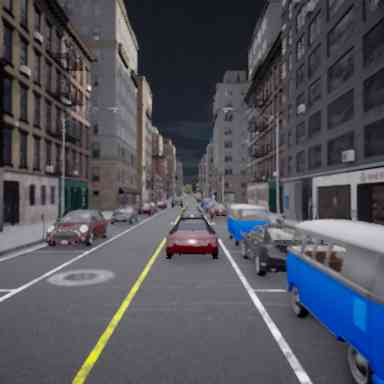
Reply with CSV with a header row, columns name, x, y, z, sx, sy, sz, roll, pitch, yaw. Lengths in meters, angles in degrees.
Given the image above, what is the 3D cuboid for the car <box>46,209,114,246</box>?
name,x,y,z,sx,sy,sz,roll,pitch,yaw
car,-5.390,1.616,16.057,1.967,1.590,4.097,0,-1,0

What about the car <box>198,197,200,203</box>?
name,x,y,z,sx,sy,sz,roll,pitch,yaw
car,2.631,1.983,60.145,2.192,1.841,5.009,0,-1,0

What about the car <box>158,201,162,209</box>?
name,x,y,z,sx,sy,sz,roll,pitch,yaw
car,-5.393,2.067,43.608,1.802,1.307,4.206,0,-1,0

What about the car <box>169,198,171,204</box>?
name,x,y,z,sx,sy,sz,roll,pitch,yaw
car,-5.394,2.234,60.141,1.947,1.339,4.313,0,-1,0

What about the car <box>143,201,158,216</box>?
name,x,y,z,sx,sy,sz,roll,pitch,yaw
car,-5.392,1.968,38.098,1.887,1.381,4.507,0,-1,0

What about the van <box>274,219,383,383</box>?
name,x,y,z,sx,sy,sz,roll,pitch,yaw
van,2.636,1.396,5.038,1.690,1.788,3.998,0,-1,0

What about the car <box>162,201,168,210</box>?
name,x,y,z,sx,sy,sz,roll,pitch,yaw
car,-5.394,2.152,54.630,1.887,1.381,4.507,0,-1,0

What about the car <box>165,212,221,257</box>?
name,x,y,z,sx,sy,sz,roll,pitch,yaw
car,0.021,1.712,13.545,1.994,1.385,4.181,0,-1,0

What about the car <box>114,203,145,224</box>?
name,x,y,z,sx,sy,sz,roll,pitch,yaw
car,-5.391,1.850,27.077,2.008,1.369,4.403,0,-1,0

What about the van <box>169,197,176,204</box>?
name,x,y,z,sx,sy,sz,roll,pitch,yaw
van,-5.417,2.359,92.105,1.690,1.788,3.998,0,-1,0

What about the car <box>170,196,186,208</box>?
name,x,y,z,sx,sy,sz,roll,pitch,yaw
car,-2.764,1.932,63.502,2.150,2.045,5.566,0,-1,0

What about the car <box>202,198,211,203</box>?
name,x,y,z,sx,sy,sz,roll,pitch,yaw
car,2.632,1.925,43.611,1.967,1.590,4.097,0,-1,0

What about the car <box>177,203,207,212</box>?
name,x,y,z,sx,sy,sz,roll,pitch,yaw
car,0.015,1.879,28.422,1.994,1.385,4.181,0,-1,1

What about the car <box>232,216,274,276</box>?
name,x,y,z,sx,sy,sz,roll,pitch,yaw
car,2.636,1.665,10.546,2.008,1.369,4.403,0,-1,0

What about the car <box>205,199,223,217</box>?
name,x,y,z,sx,sy,sz,roll,pitch,yaw
car,2.633,1.801,32.589,1.967,1.590,4.097,0,-1,0

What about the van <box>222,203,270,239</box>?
name,x,y,z,sx,sy,sz,roll,pitch,yaw
van,2.635,1.516,16.059,1.690,1.788,3.998,0,-1,0

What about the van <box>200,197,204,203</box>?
name,x,y,z,sx,sy,sz,roll,pitch,yaw
van,2.631,1.948,54.633,1.690,1.788,3.998,0,-1,0
